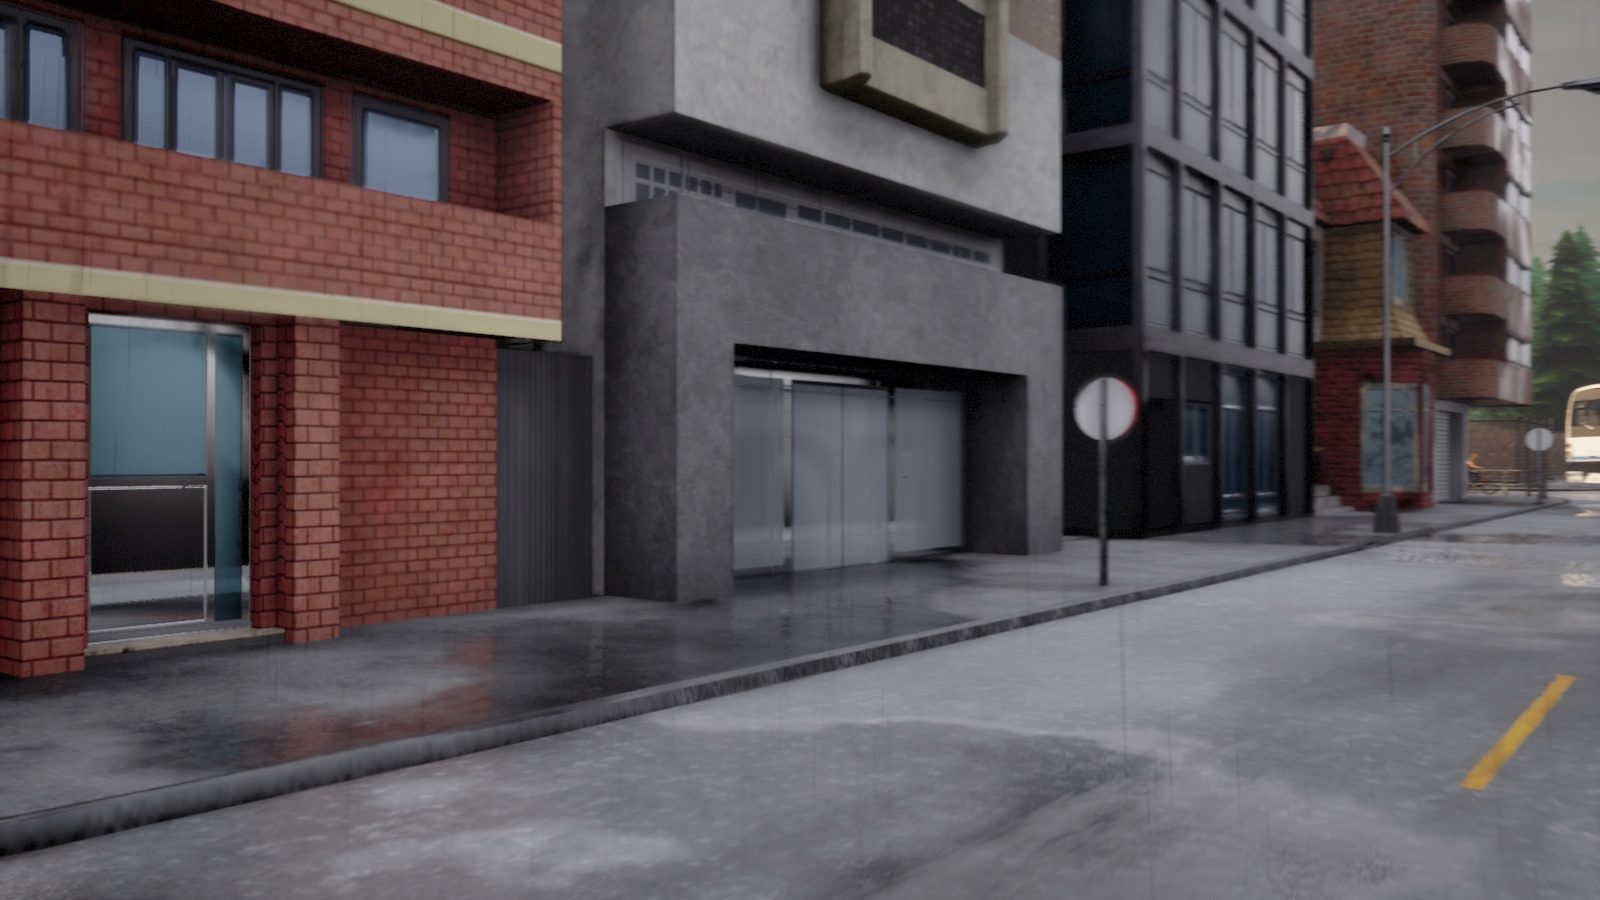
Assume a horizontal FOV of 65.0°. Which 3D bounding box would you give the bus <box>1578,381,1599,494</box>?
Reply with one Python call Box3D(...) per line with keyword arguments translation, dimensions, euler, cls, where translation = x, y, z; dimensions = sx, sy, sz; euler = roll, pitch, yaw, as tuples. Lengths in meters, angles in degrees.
Box3D(translation=(35.385, -0.520, 46.814), dimensions=(10.273, 4.253, 3.944), euler=(0, -1, -1), cls="bus")
